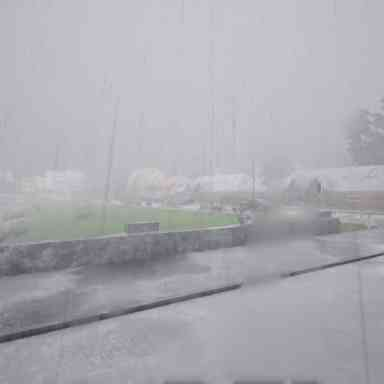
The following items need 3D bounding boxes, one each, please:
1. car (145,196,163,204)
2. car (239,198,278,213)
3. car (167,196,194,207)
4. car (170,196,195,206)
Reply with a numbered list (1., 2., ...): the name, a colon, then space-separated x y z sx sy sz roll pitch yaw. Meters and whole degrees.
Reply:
1. car: -7.579 1.478 65.868 1.882 1.535 5.008 0 0 -35
2. car: 7.466 1.504 37.703 1.837 1.490 4.892 0 0 -35
3. car: -2.131 1.564 51.202 1.994 1.385 4.181 0 0 -35
4. car: -1.653 1.478 57.635 1.882 1.535 5.008 0 0 -35
